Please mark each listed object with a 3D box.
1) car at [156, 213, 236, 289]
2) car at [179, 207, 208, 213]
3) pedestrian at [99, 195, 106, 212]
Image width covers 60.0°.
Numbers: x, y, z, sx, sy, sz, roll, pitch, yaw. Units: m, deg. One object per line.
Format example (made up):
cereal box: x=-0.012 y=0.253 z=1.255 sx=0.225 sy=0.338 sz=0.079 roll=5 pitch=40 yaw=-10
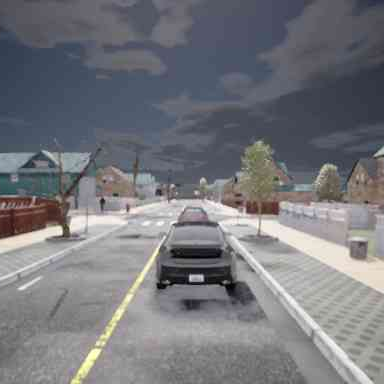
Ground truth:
car: x=0.099 y=1.554 z=9.248 sx=1.837 sy=1.490 sz=4.892 roll=0 pitch=-1 yaw=0
car: x=0.103 y=1.694 z=22.207 sx=1.994 sy=1.385 sz=4.181 roll=0 pitch=0 yaw=1
pedestrian: x=-9.604 y=1.240 z=35.532 sx=0.375 sy=1.860 sz=0.375 roll=0 pitch=-3 yaw=0
